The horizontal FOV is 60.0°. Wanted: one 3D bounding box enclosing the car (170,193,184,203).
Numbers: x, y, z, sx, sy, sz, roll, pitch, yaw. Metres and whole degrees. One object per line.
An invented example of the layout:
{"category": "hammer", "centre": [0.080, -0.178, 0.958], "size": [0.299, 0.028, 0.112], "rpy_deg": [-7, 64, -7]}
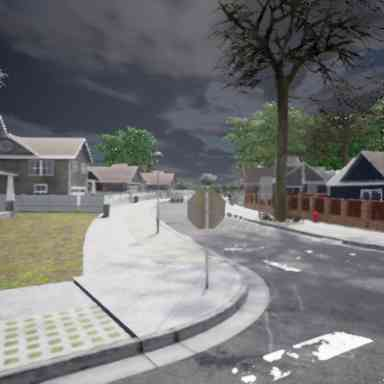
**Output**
{"category": "car", "centre": [-2.301, 0.950, 53.215], "size": [1.837, 1.490, 4.892], "rpy_deg": [0, 1, 4]}
